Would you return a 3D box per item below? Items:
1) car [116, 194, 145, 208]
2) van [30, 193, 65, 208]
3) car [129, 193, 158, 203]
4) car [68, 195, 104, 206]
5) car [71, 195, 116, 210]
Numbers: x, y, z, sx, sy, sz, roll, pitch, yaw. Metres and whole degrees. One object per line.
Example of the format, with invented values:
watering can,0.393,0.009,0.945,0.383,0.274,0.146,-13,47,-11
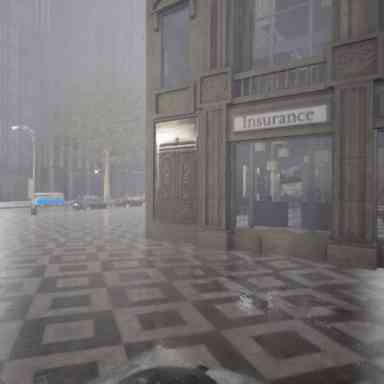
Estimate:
car,-7.462,1.188,40.376,1.887,1.381,4.507,2,2,36
van,-17.667,0.987,40.794,1.690,1.788,3.998,1,1,36
car,-7.910,0.948,54.332,1.752,1.417,4.829,2,2,36
car,-14.384,1.126,45.354,2.008,1.369,4.403,1,2,36
car,-10.747,1.279,35.820,1.947,1.339,4.313,1,2,36
